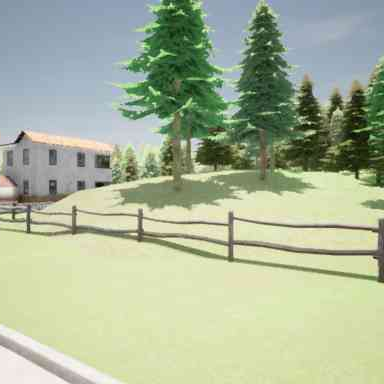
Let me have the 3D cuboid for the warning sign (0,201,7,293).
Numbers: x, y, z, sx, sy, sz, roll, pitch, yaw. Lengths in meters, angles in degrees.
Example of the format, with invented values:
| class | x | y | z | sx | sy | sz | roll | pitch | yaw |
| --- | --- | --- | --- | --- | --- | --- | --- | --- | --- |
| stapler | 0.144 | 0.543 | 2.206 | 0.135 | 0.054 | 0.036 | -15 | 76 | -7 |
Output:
| class | x | y | z | sx | sy | sz | roll | pitch | yaw |
| --- | --- | --- | --- | --- | --- | --- | --- | --- | --- |
| warning sign | -4.606 | 1.114 | 6.602 | 1.060 | 1.860 | 1.300 | 0 | 0 | 36 |
